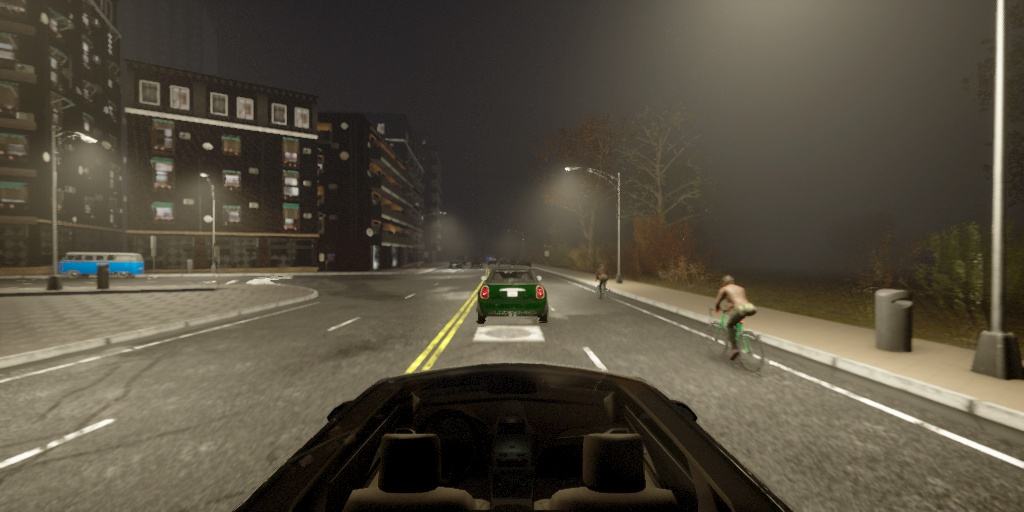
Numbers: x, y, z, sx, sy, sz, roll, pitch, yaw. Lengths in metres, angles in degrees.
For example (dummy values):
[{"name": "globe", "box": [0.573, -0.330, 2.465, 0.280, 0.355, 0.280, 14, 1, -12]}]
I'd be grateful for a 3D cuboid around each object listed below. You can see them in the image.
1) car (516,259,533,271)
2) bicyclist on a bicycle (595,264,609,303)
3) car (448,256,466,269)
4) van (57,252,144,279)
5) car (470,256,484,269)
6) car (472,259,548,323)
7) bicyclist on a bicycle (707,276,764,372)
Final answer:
[{"name": "car", "box": [1.624, 1.199, 49.533, 1.882, 1.535, 5.008, 0, -1, -4]}, {"name": "bicyclist on a bicycle", "box": [3.968, 1.194, 15.768, 0.582, 1.620, 1.656, 0, 0, -1]}, {"name": "car", "box": [-8.771, 1.219, 55.830, 2.128, 1.511, 4.902, 0, 0, -4]}, {"name": "van", "box": [-28.115, 0.653, 24.642, 3.998, 1.789, 1.690, 0, 0, -31]}, {"name": "car", "box": [-5.531, 1.227, 56.076, 1.837, 1.490, 4.892, 0, 0, -4]}, {"name": "car", "box": [-0.015, 1.098, 12.267, 2.097, 1.767, 4.553, 0, 0, -1]}, {"name": "bicyclist on a bicycle", "box": [4.103, 1.198, 6.680, 0.582, 1.620, 1.656, 0, 0, 0]}]
